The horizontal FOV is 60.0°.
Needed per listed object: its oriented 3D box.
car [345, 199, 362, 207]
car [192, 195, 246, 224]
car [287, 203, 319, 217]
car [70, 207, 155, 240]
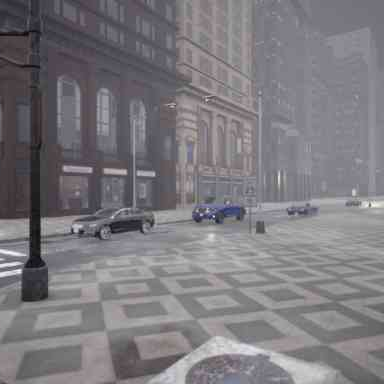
[{"bbox_3d":[26.716,1.769,54.823,1.895,1.301,4.718,0,0,35],"label":"car"},{"bbox_3d":[2.255,1.296,26.134,2.150,2.045,5.566,0,0,35],"label":"car"},{"bbox_3d":[11.070,1.700,32.952,1.895,1.301,4.718,0,0,36],"label":"car"},{"bbox_3d":[-3.994,1.534,17.409,2.128,1.511,4.902,0,0,34],"label":"car"}]
